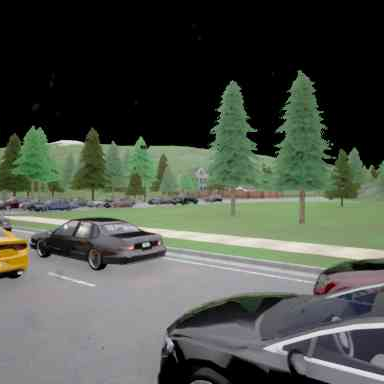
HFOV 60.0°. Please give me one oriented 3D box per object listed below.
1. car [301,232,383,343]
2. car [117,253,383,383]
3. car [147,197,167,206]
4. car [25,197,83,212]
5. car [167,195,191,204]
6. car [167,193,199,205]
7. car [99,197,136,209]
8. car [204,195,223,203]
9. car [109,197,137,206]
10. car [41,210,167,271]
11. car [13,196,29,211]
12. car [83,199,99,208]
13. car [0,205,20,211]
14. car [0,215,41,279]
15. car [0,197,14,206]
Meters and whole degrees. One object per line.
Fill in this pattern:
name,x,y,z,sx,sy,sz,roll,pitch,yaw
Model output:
car,4.145,1.564,5.233,4.181,1.385,1.994,0,0,38
car,1.863,1.492,2.582,4.902,1.511,2.128,0,0,38
car,-5.680,1.564,56.686,1.994,1.385,4.181,0,0,38
car,-15.788,1.547,38.375,2.033,1.411,5.357,0,0,38
car,-2.564,1.477,66.144,1.882,1.535,5.008,0,0,39
car,-1.158,1.221,56.748,2.150,2.045,5.566,0,0,39
car,-10.035,1.564,45.604,1.994,1.385,4.181,0,0,39
car,4.506,1.350,69.339,2.097,1.767,4.553,0,0,39
car,-11.391,1.563,55.131,1.994,1.385,4.181,0,0,38
car,-3.281,1.547,10.992,5.357,1.411,2.033,0,0,38
car,-18.476,1.491,40.619,2.128,1.511,4.902,0,0,39
car,-12.707,1.601,47.866,1.895,1.301,4.718,0,0,39
car,-11.263,1.547,17.138,5.357,1.411,2.033,0,0,38
car,-6.291,1.478,8.899,5.008,1.535,1.882,0,0,38
car,-22.006,1.352,41.804,2.097,1.767,4.553,0,0,39
